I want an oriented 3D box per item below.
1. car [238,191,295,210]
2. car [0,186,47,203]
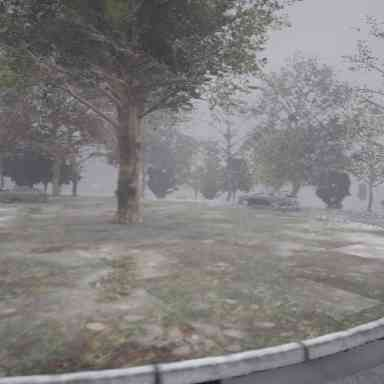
[{"bbox_3d":[6.268,0.614,28.388,4.902,1.511,2.128,3,2,41],"label":"car"},{"bbox_3d":[-14.314,0.170,27.615,4.181,1.385,1.994,0,2,-39],"label":"car"}]
